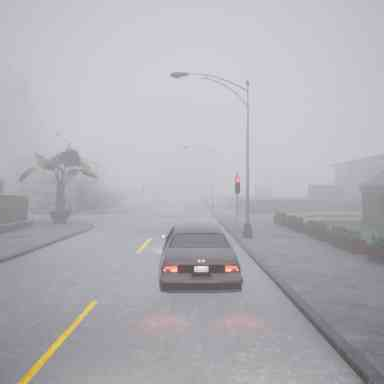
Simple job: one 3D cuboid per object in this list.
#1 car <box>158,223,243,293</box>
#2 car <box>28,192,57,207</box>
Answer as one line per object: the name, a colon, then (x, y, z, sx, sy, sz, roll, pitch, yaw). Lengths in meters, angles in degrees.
car: (0.114, 1.547, 8.989, 2.033, 1.411, 5.357, 0, 0, -2)
car: (-19.758, 0.985, 43.904, 1.905, 1.878, 3.866, 0, 0, 35)
